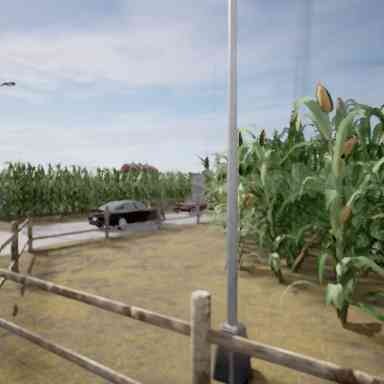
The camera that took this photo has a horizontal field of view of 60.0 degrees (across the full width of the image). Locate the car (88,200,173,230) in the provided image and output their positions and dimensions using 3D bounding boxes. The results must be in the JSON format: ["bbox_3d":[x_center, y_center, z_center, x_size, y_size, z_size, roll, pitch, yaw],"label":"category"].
[{"bbox_3d":[-3.593,1.226,19.217,1.882,1.535,5.008,0,1,36],"label":"car"}]

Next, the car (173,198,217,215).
[{"bbox_3d":[0.238,1.225,29.448,1.895,1.301,4.718,0,1,36],"label":"car"}]
